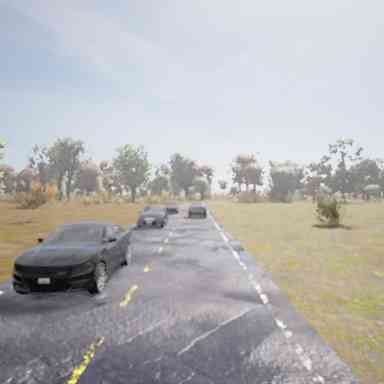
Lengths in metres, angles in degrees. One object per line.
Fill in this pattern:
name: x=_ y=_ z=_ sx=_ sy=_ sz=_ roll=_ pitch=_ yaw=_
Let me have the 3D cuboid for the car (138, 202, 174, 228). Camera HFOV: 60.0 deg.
car: x=-2.750 y=1.738 z=24.295 sx=2.128 sy=1.511 sz=4.902 roll=0 pitch=-1 yaw=1

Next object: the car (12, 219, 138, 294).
car: x=-2.980 y=1.571 z=9.279 sx=1.882 sy=1.535 sz=5.008 roll=0 pitch=-1 yaw=1

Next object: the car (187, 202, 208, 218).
car: x=0.570 y=1.842 z=34.309 sx=2.128 sy=1.511 sz=4.902 roll=0 pitch=-1 yaw=1

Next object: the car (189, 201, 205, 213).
car: x=0.720 y=2.000 z=44.768 sx=2.033 sy=1.411 sz=5.357 roll=0 pitch=-1 yaw=1

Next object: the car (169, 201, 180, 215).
car: x=-2.545 y=1.884 z=40.342 sx=1.882 sy=1.535 sz=5.008 roll=0 pitch=0 yaw=1
